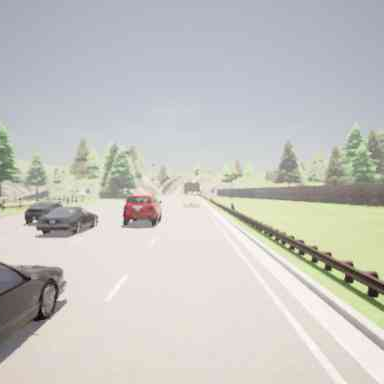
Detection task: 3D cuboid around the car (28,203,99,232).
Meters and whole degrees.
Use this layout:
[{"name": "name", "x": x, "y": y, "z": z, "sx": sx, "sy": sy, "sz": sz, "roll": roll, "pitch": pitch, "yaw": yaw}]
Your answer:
[{"name": "car", "x": -6.898, "y": 1.516, "z": 18.928, "sx": 2.033, "sy": 1.411, "sz": 5.357, "roll": 0, "pitch": 0, "yaw": 0}]

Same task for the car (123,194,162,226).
[{"name": "car", "x": -3.399, "y": 1.182, "z": 23.462, "sx": 2.150, "sy": 2.045, "sz": 5.566, "roll": 0, "pitch": 0, "yaw": 0}]

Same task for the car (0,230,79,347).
[{"name": "car", "x": -3.399, "y": 1.540, "z": 4.186, "sx": 2.033, "sy": 1.411, "sz": 5.357, "roll": 0, "pitch": 0, "yaw": 0}]

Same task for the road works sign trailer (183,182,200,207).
[{"name": "road works sign trailer", "x": 0.002, "y": 0.385, "z": 48.332, "sx": 2.380, "sy": 3.560, "sz": 2.880, "roll": 0, "pitch": 0, "yaw": 0}]

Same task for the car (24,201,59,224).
[{"name": "car", "x": -10.398, "y": 1.464, "z": 24.353, "sx": 1.837, "sy": 1.490, "sz": 4.892, "roll": 0, "pitch": 0, "yaw": 0}]
